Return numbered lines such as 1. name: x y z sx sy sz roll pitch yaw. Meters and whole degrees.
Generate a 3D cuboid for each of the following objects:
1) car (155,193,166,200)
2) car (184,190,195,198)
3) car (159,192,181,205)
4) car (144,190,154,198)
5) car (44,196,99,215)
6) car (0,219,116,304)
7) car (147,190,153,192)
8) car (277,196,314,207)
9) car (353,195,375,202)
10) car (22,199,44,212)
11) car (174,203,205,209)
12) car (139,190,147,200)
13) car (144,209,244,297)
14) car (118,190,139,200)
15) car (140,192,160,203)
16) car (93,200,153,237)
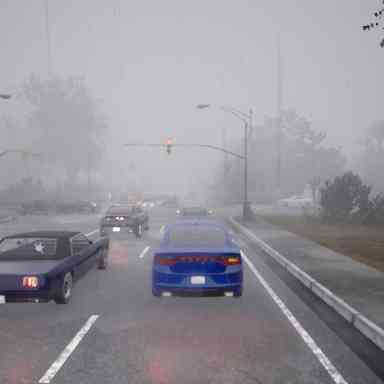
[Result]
1. car: -6.997 0.957 74.320 1.895 1.301 4.718 0 1 -1
2. car: -0.354 0.419 85.440 2.150 2.045 5.566 0 1 -4
3. car: -3.239 1.159 49.926 2.033 1.411 5.357 0 1 0
4. car: -10.806 0.445 84.255 2.150 2.045 5.566 0 1 -3
5. car: -10.739 1.130 30.757 4.553 1.767 2.097 0 0 -3
6. car: -3.388 1.573 8.020 1.895 1.301 4.718 0 0 0
7. car: -6.976 0.956 64.295 1.882 1.535 5.008 0 1 0
8. car: 13.283 1.200 42.801 4.674 1.442 1.812 0 1 -3
9. car: 22.471 1.175 43.309 4.892 1.490 1.837 0 1 -3
10. car: -14.586 1.352 34.052 4.718 1.301 1.895 0 1 -3
11. car: 0.123 1.459 17.549 1.994 1.385 4.181 0 0 0
12. car: -10.474 0.709 63.460 2.150 2.045 5.566 0 1 0
13. car: 0.113 1.446 8.567 1.882 1.535 5.008 0 0 0
14. car: -10.545 0.930 53.876 2.097 1.767 4.553 0 0 1
15. car: -7.016 1.127 55.487 1.994 1.385 4.181 0 1 0
16. car: -3.376 1.402 17.272 1.837 1.490 4.892 0 0 0
